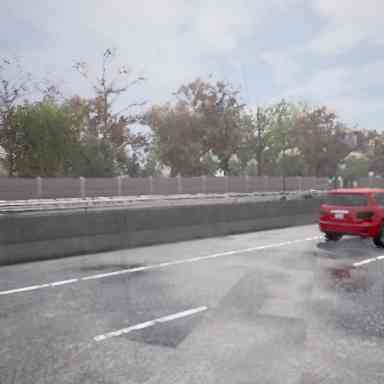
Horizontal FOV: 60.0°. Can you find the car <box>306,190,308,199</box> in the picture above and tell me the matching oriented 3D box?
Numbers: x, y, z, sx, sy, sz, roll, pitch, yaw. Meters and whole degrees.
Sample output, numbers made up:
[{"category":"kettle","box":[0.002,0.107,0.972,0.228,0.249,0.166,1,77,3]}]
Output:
[{"category":"car","box":[16.966,0.561,41.865,4.892,1.490,1.837,-2,1,-35]}]

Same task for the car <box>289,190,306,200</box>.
[{"category":"car","box":[15.151,0.541,44.867,4.902,1.511,2.128,-2,1,-35]}]

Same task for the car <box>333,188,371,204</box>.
[{"category":"car","box":[18.715,0.415,38.817,4.553,1.767,2.097,-2,1,-35]}]

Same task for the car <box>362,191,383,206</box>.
[{"category":"car","box":[20.913,0.607,36.090,5.357,1.411,2.033,-2,1,-35]}]

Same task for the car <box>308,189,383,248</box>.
[{"category":"car","box":[7.381,0.880,13.309,5.566,2.045,2.150,-2,1,-35]}]
